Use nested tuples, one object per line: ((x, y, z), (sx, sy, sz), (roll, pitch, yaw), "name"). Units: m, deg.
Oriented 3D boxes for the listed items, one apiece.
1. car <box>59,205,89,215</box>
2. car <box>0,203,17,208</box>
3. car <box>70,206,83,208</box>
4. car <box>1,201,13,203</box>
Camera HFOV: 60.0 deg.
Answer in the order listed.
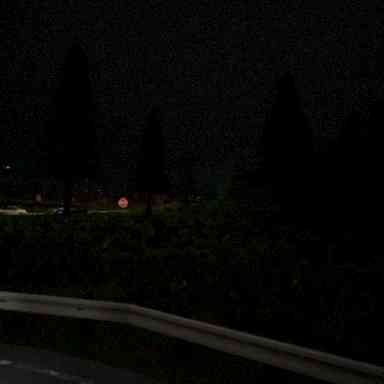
((-18.450, 2.855, 52.349), (2.033, 1.411, 5.357), (2, -2, 11), "car")
((-21.343, 2.233, 37.959), (1.895, 1.301, 4.718), (2, -2, 11), "car")
((-16.412, 2.649, 44.397), (1.994, 1.385, 4.181), (2, -2, 12), "car")
((-42.014, 2.706, 74.766), (1.816, 1.474, 4.193), (2, -2, 11), "car")
